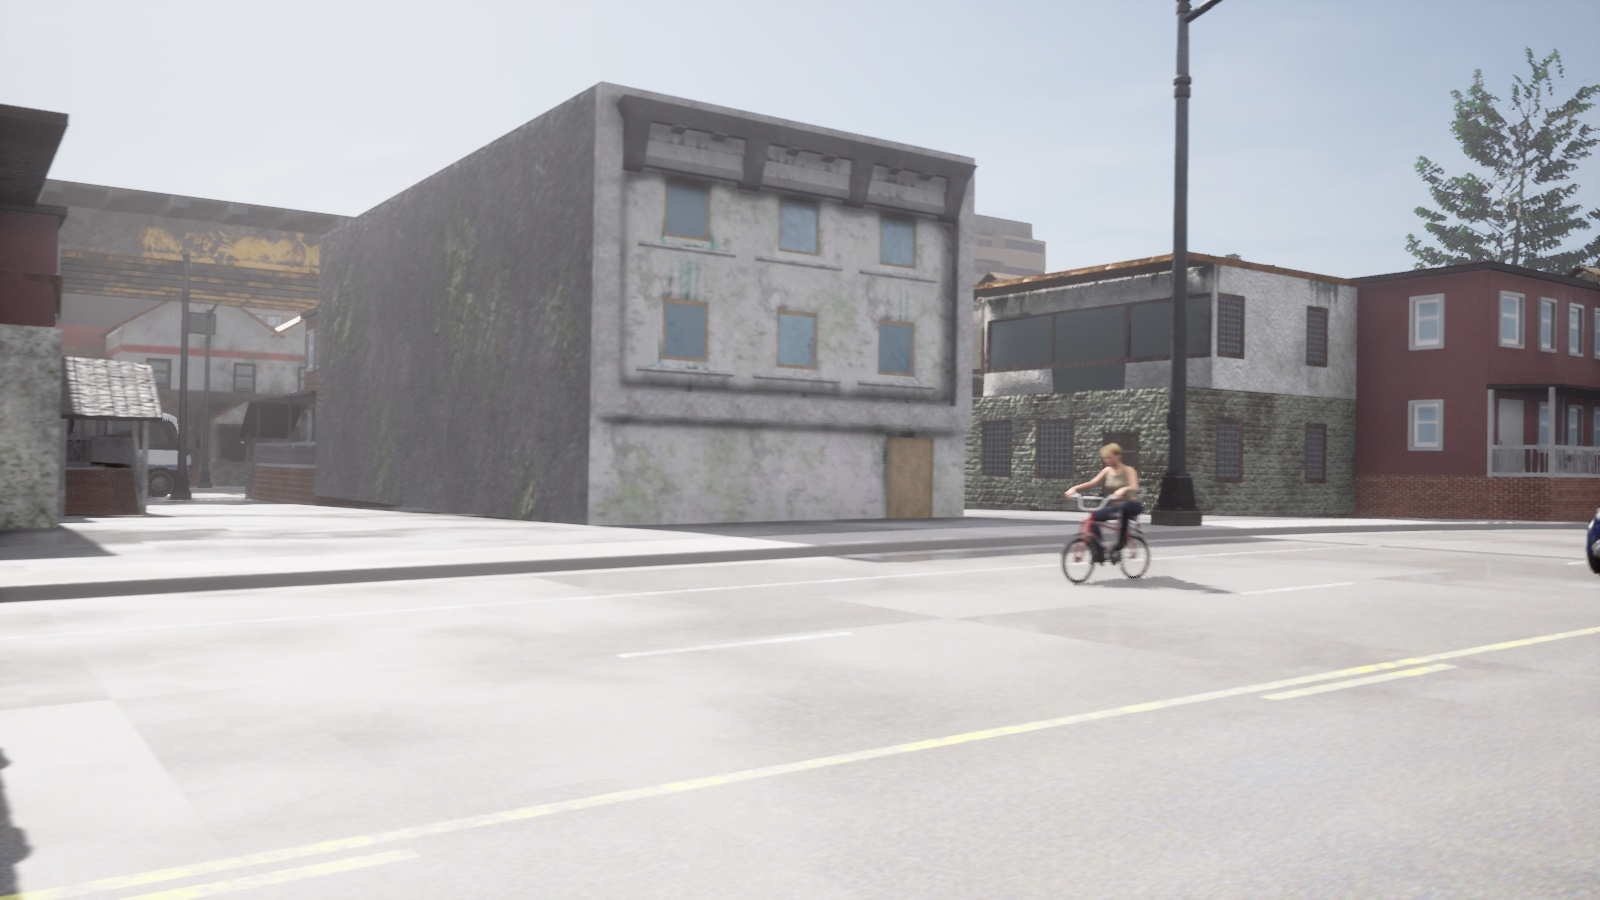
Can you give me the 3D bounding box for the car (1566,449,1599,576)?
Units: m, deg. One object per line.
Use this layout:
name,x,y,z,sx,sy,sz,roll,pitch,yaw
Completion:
car,11.586,0.781,15.987,3.705,1.549,1.789,1,-1,-35

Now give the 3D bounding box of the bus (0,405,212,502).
bus,-33.516,0.218,58.820,10.273,4.253,3.944,1,-1,-35

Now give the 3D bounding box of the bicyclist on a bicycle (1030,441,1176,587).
bicyclist on a bicycle,3.538,0.711,14.636,1.509,1.612,0.866,0,0,-35
